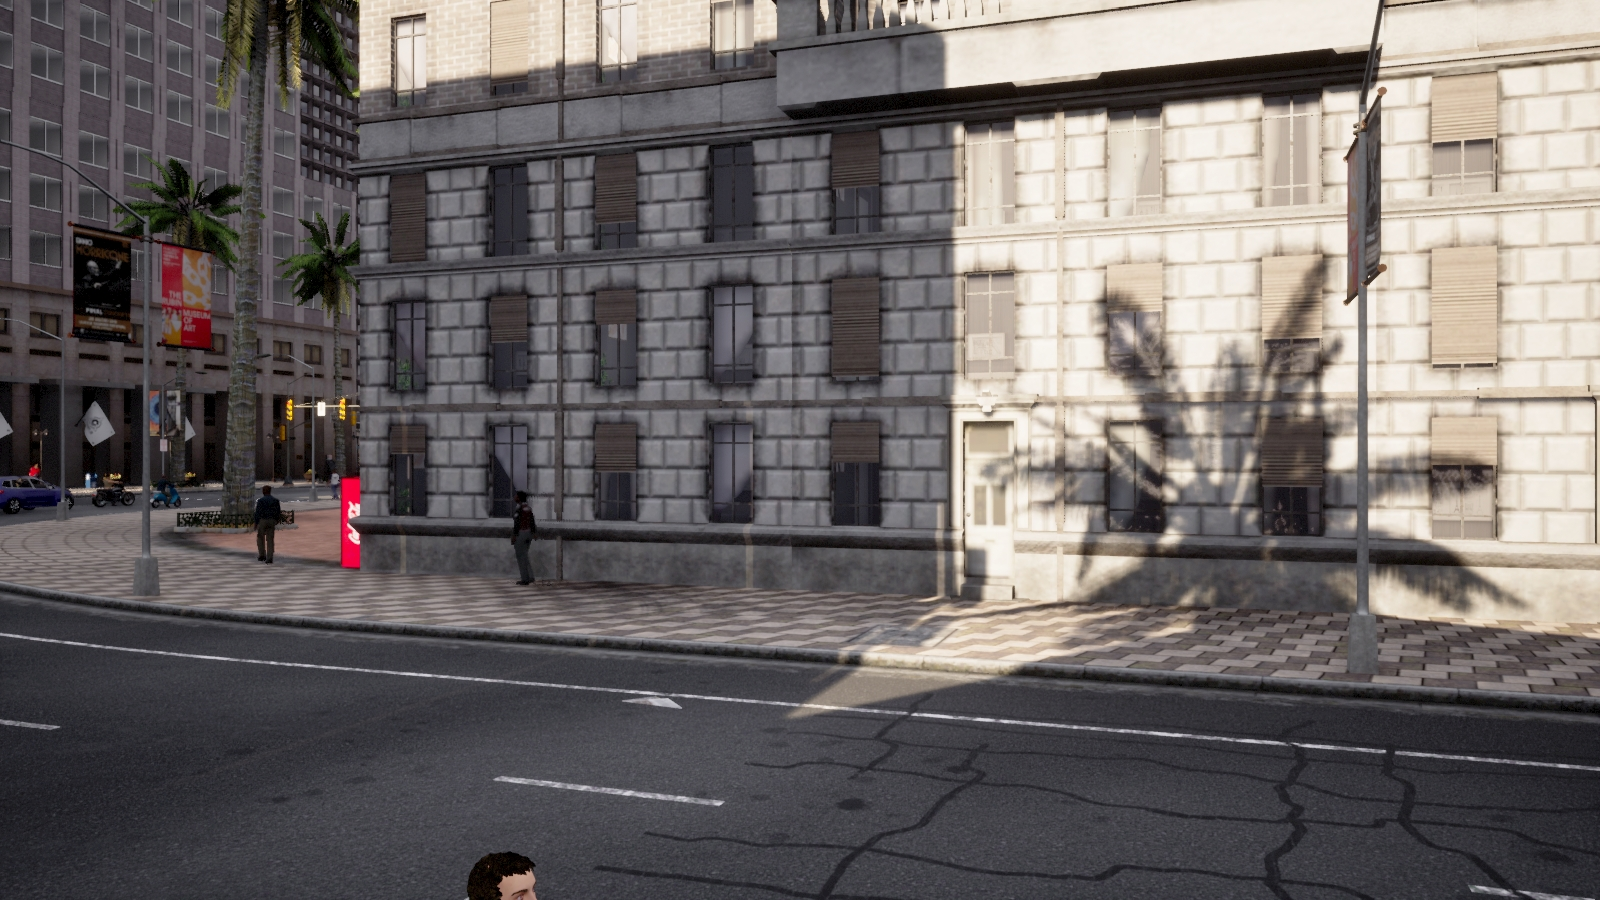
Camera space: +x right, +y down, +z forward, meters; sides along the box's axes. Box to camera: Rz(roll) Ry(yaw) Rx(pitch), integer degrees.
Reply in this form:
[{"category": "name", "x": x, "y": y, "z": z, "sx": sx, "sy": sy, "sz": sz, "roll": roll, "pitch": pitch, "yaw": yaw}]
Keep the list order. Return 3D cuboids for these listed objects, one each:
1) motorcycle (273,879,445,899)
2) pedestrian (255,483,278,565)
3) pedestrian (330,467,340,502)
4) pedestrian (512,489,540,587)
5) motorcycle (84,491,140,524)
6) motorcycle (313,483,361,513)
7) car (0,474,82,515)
[{"category": "motorcycle", "x": -1.030, "y": 2.213, "z": 3.640, "sx": 2.033, "sy": 1.145, "sz": 0.803, "roll": 0, "pitch": 0, "yaw": 20}, {"category": "pedestrian", "x": -12.298, "y": 1.696, "z": 26.318, "sx": 0.375, "sy": 1.860, "sz": 0.375, "roll": 0, "pitch": 0, "yaw": -44}, {"category": "pedestrian", "x": -24.944, "y": 1.847, "z": 61.268, "sx": 0.375, "sy": 1.860, "sz": 0.375, "roll": 0, "pitch": 0, "yaw": 45}, {"category": "pedestrian", "x": -5.294, "y": 1.696, "z": 22.101, "sx": 0.375, "sy": 1.860, "sz": 0.375, "roll": 0, "pitch": 0, "yaw": 22}, {"category": "motorcycle", "x": -26.502, "y": 2.213, "z": 44.057, "sx": 0.803, "sy": 1.145, "sz": 2.033, "roll": 1, "pitch": 0, "yaw": 4}, {"category": "motorcycle", "x": -21.134, "y": 2.170, "z": 52.239, "sx": 0.764, "sy": 1.277, "sz": 2.356, "roll": 0, "pitch": 0, "yaw": 16}, {"category": "car", "x": -35.215, "y": 1.968, "z": 51.598, "sx": 2.242, "sy": 1.667, "sz": 4.611, "roll": 0, "pitch": 0, "yaw": 9}]
